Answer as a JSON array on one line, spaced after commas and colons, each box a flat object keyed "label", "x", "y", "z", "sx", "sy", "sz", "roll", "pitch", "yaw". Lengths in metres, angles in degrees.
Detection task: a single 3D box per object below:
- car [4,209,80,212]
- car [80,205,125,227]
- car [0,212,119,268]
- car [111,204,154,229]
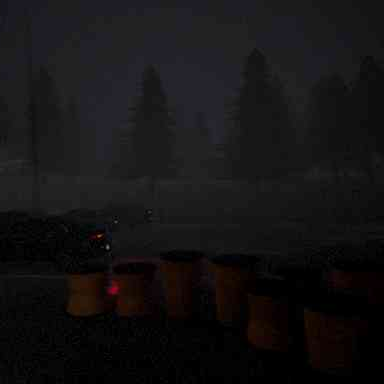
[{"label": "car", "x": -7.812, "y": 1.533, "z": 14.475, "sx": 5.008, "sy": 1.535, "sz": 1.882, "roll": -1, "pitch": 0, "yaw": 3}, {"label": "car", "x": -6.050, "y": 1.595, "z": 17.889, "sx": 4.181, "sy": 1.385, "sz": 1.994, "roll": -1, "pitch": 0, "yaw": 3}, {"label": "car", "x": -5.128, "y": 1.539, "z": 10.829, "sx": 4.892, "sy": 1.490, "sz": 1.837, "roll": 0, "pitch": 0, "yaw": 3}, {"label": "car", "x": -4.877, "y": 1.504, "z": 21.331, "sx": 4.902, "sy": 1.511, "sz": 2.128, "roll": -1, "pitch": 0, "yaw": 3}]
